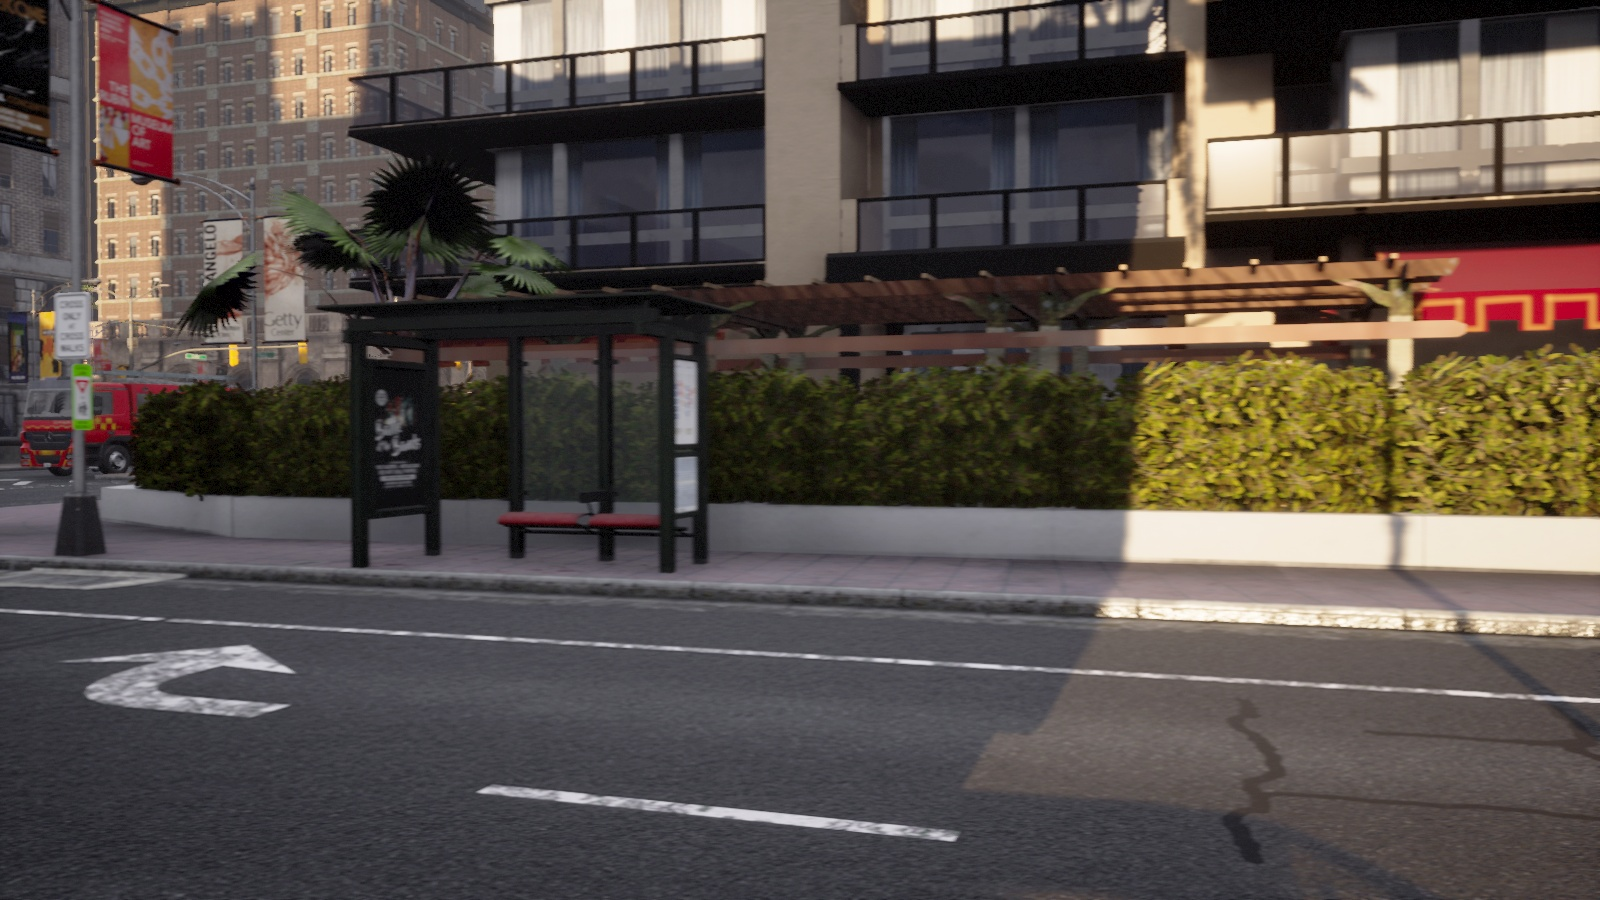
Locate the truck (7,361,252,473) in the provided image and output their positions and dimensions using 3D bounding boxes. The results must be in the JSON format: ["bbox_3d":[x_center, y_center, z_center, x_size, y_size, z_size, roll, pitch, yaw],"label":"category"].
[{"bbox_3d":[-24.919,-1.190,47.325,2.891,3.827,8.468,1,1,18],"label":"truck"}]
